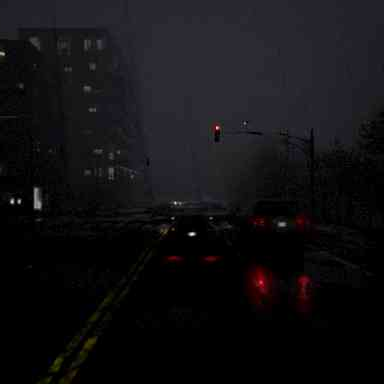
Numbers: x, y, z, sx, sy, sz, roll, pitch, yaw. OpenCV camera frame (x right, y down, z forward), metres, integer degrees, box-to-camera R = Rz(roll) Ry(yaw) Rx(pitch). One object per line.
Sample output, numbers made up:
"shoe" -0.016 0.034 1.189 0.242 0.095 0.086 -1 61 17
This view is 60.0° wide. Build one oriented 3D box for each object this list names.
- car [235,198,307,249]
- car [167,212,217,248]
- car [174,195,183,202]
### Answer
"car" 3.250 1.257 14.680 2.150 2.045 5.566 0 0 0
"car" 0.000 1.572 14.651 1.994 1.385 4.181 0 0 0
"car" -3.251 1.561 78.396 2.128 1.511 4.902 0 0 0
